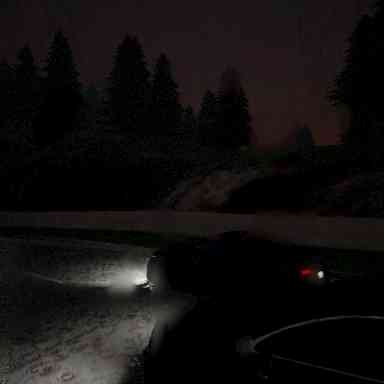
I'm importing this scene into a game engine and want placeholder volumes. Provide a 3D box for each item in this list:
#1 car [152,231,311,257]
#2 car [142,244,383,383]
[{"bbox_3d":[0.926,1.614,7.735,4.181,1.385,1.994,-1,-1,36],"label":"car"},{"bbox_3d":[1.699,1.509,2.768,4.892,1.490,1.837,-2,-1,36],"label":"car"}]
